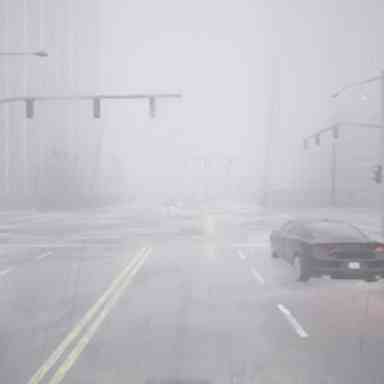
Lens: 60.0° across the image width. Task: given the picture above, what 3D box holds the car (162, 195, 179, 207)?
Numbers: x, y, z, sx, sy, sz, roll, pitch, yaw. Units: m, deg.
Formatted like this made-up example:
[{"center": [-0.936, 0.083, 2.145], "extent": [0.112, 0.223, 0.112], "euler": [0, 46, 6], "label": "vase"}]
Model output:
[{"center": [-3.553, 1.586, 51.776], "extent": [1.895, 1.301, 4.718], "euler": [0, 0, 0], "label": "car"}]

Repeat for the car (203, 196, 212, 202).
[{"center": [3.515, 1.551, 74.842], "extent": [1.895, 1.301, 4.718], "euler": [0, 0, 0], "label": "car"}]

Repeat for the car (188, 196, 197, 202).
[{"center": [0.015, 1.509, 74.812], "extent": [1.994, 1.385, 4.181], "euler": [0, 0, 0], "label": "car"}]

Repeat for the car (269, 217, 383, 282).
[{"center": [3.613, 1.475, 9.781], "extent": [1.882, 1.535, 5.008], "euler": [0, 0, 1], "label": "car"}]
